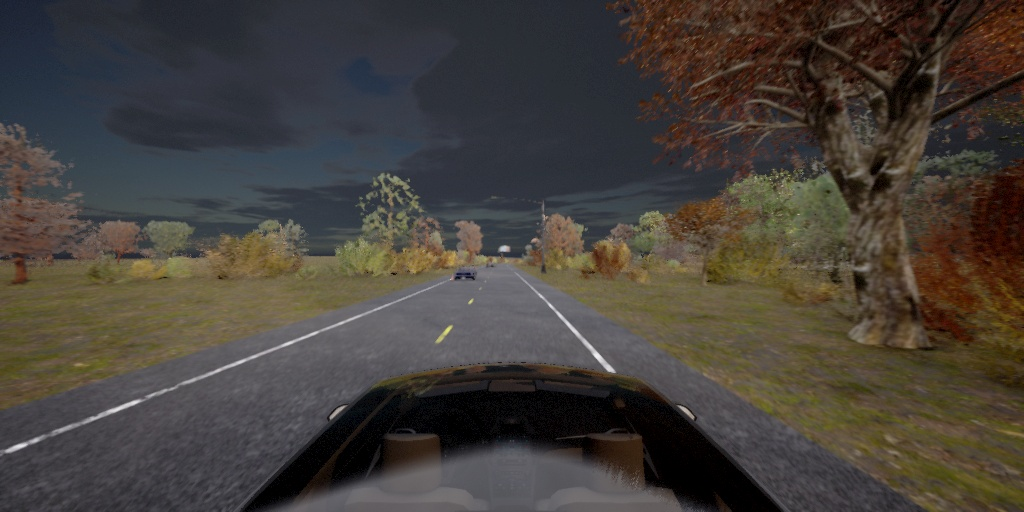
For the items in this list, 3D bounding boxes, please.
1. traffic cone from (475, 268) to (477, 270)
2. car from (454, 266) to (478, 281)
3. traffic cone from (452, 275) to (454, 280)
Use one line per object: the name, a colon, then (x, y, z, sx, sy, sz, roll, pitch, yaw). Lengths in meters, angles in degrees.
traffic cone: (-6.401, 2.202, 58.923, 0.340, 0.580, 0.340, 0, 0, -2)
car: (-4.250, 1.612, 33.227, 1.895, 1.301, 4.718, 0, 0, -2)
traffic cone: (-5.584, 1.977, 33.934, 0.340, 0.580, 0.340, 0, 0, -2)
